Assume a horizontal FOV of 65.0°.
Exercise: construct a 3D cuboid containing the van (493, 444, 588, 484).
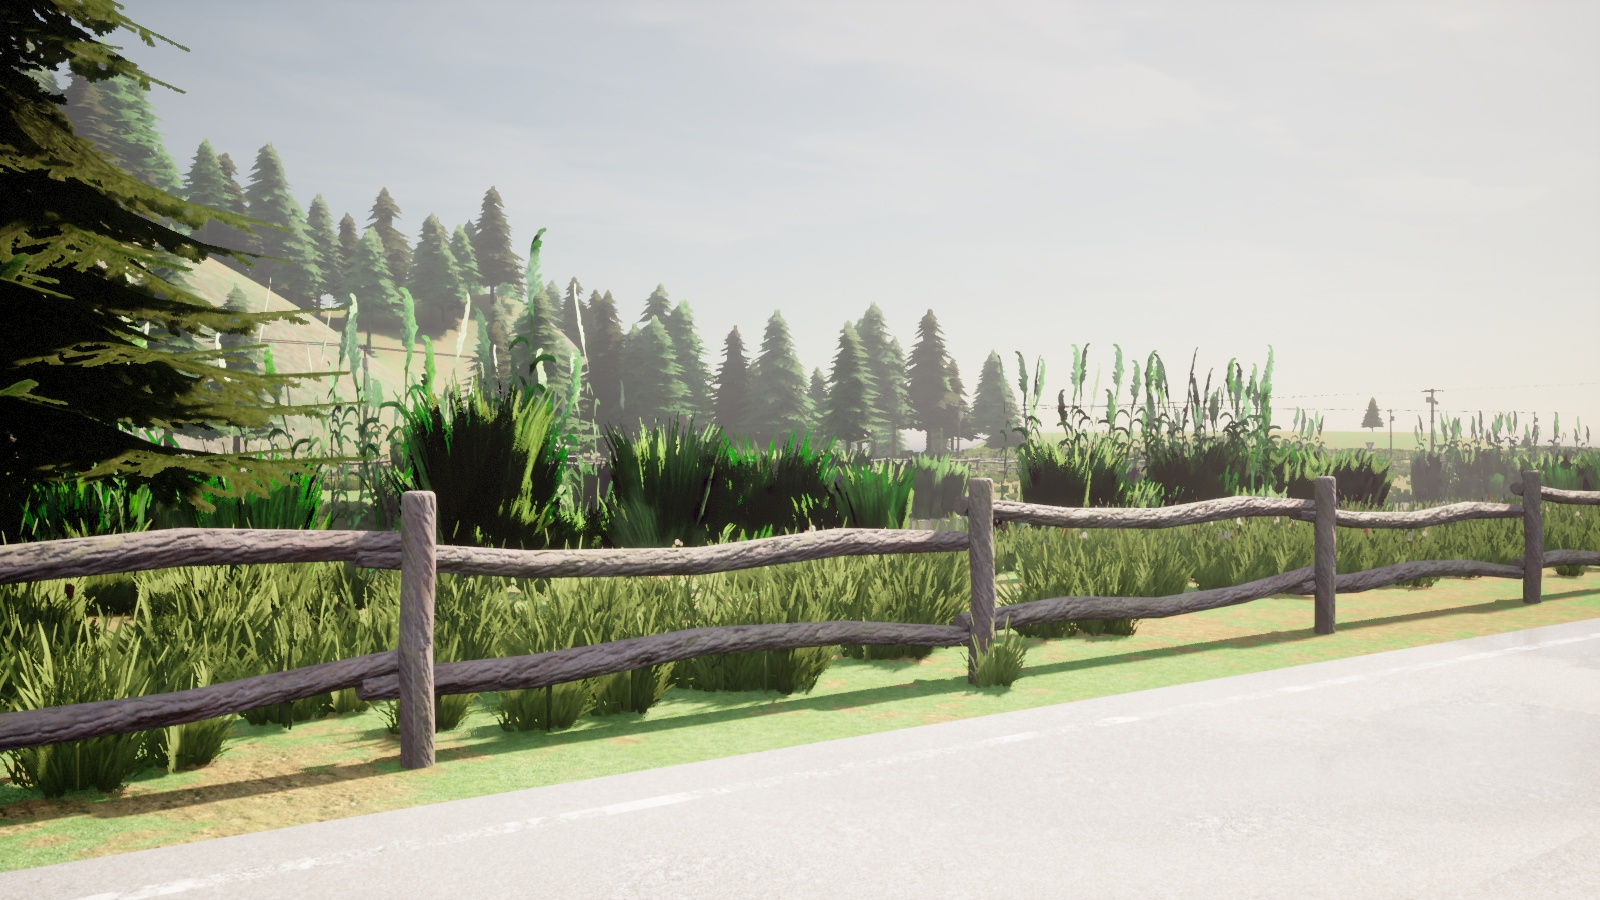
[{"bbox_3d":[-13.667,0.694,66.309,4.480,2.038,2.069,0,0,-42],"label":"van"}]
